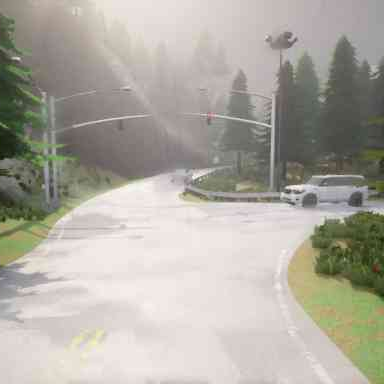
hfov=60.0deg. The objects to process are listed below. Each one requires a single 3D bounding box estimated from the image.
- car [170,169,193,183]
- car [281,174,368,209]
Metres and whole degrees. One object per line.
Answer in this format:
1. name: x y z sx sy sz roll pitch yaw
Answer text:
1. car: -1.195 -2.030 40.525 1.812 1.442 4.674 1 9 13
2. car: 8.620 -0.094 21.524 5.566 2.045 2.150 -1 5 -14
